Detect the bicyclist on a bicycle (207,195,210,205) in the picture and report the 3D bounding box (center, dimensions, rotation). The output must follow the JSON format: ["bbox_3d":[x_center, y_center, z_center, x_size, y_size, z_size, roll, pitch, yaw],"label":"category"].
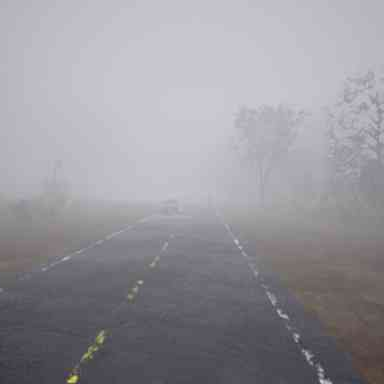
[{"bbox_3d":[2.799,1.277,56.305,0.582,1.620,1.656,-1,0,2],"label":"bicyclist on a bicycle"}]

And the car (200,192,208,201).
[{"bbox_3d":[2.702,1.291,75.915,1.812,1.442,4.674,0,0,2],"label":"car"}]

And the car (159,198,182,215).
[{"bbox_3d":[-1.985,1.396,32.396,1.837,1.490,4.892,0,0,2],"label":"car"}]

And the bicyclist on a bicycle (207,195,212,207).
[{"bbox_3d":[2.535,1.288,48.039,0.866,1.612,1.509,0,0,2],"label":"bicyclist on a bicycle"}]

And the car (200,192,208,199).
[{"bbox_3d":[3.112,0.901,87.597,2.097,1.767,4.553,0,0,2],"label":"car"}]

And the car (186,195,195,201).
[{"bbox_3d":[-0.382,1.253,73.662,1.895,1.301,4.718,0,0,2],"label":"car"}]
